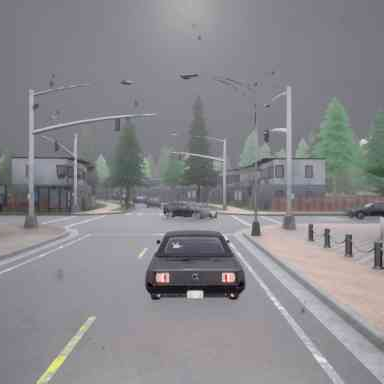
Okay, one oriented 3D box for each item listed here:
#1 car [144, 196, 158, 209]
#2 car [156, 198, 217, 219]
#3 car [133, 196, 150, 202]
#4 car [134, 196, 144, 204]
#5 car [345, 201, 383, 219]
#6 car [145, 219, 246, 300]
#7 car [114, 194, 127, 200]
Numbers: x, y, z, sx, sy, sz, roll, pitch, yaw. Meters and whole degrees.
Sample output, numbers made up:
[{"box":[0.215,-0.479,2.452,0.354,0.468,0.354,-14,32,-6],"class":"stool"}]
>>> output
[{"box":[-5.301,1.472,45.738,1.837,1.490,4.892,0,-1,-9],"class":"car"},{"box":[-0.237,1.474,26.884,4.902,1.511,2.128,0,1,41],"class":"car"},{"box":[-10.968,1.505,71.945,1.994,1.385,4.181,0,0,-36],"class":"car"},{"box":[-9.709,1.491,61.585,1.812,1.442,4.674,0,0,-23],"class":"car"},{"box":[15.403,1.510,28.078,4.674,1.442,1.812,0,0,1],"class":"car"},{"box":[0.032,1.601,8.349,1.895,1.301,4.718,0,0,-1],"class":"car"},{"box":[-16.972,1.322,80.005,4.674,1.442,1.812,0,0,45],"class":"car"}]
